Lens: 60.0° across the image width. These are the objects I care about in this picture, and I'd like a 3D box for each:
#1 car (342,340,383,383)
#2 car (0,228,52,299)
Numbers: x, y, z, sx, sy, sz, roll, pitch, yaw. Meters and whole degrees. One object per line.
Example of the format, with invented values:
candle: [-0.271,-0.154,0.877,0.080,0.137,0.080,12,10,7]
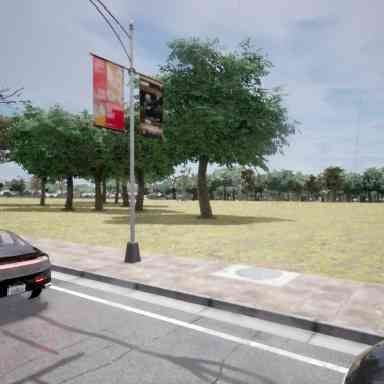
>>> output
car: [3.234,1.493,1.368,4.902,1.511,2.128,0,0,36]
car: [-5.040,1.515,7.253,4.902,1.511,2.128,0,0,36]
